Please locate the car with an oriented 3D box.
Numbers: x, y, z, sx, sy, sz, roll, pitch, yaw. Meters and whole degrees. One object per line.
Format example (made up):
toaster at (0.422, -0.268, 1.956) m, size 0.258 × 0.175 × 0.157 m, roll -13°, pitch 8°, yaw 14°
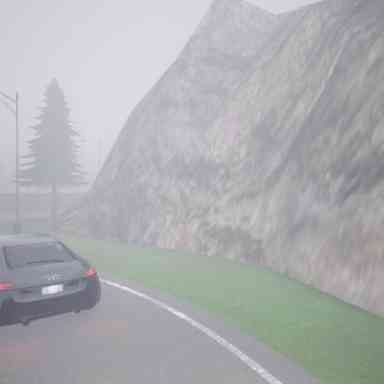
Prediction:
car at (-3.587, 1.564, 6.974) m, size 1.994 × 1.385 × 4.181 m, roll 0°, pitch 0°, yaw -41°
